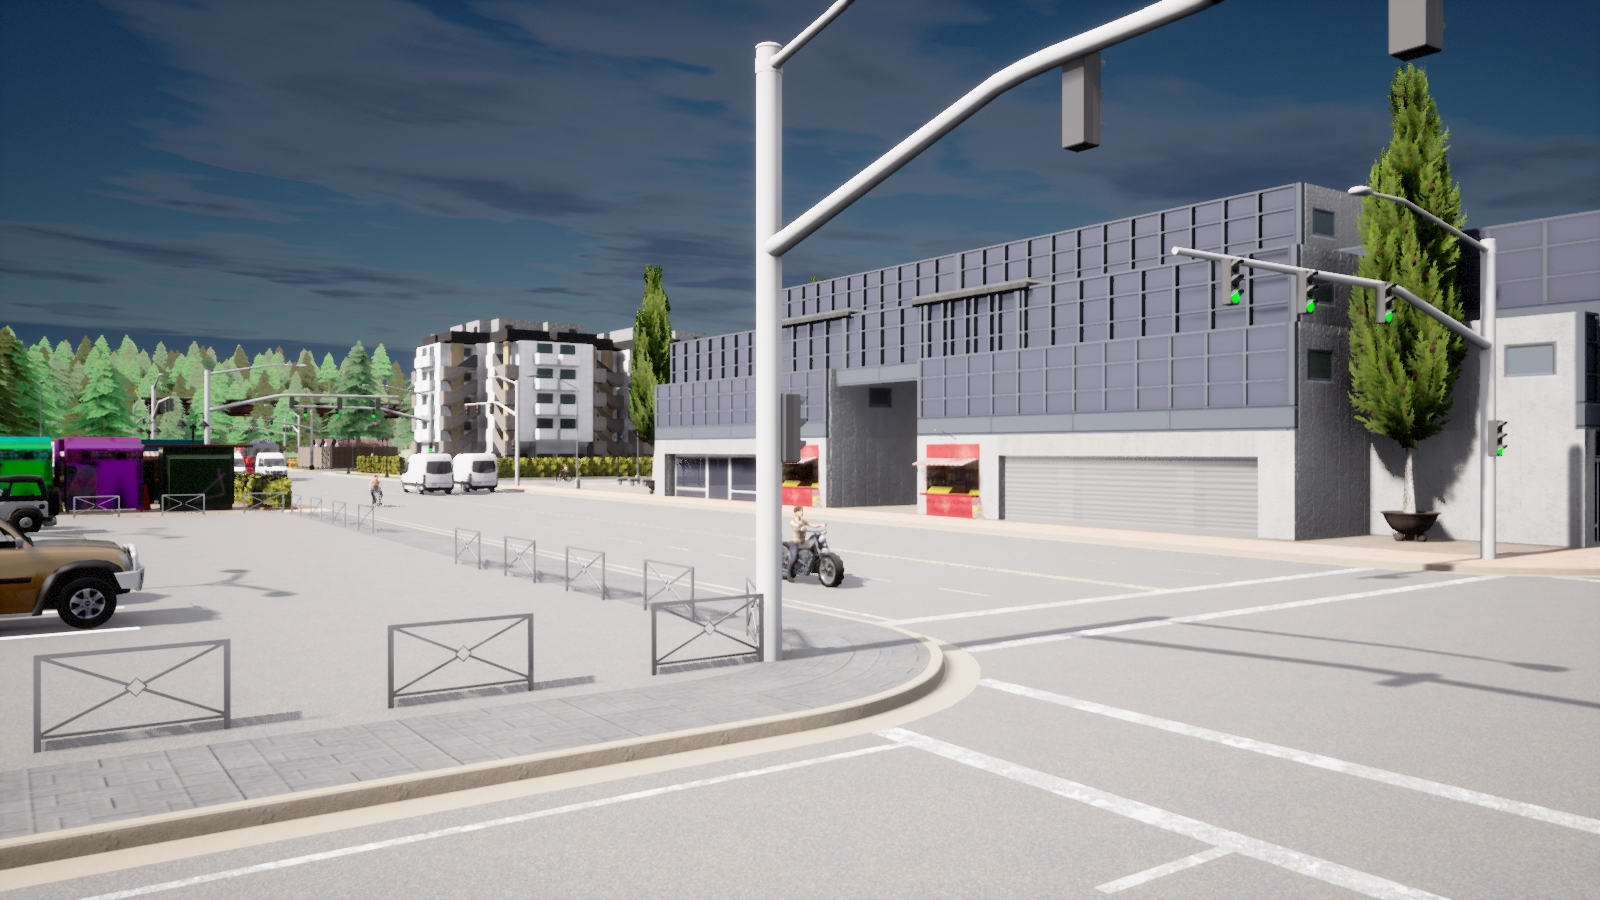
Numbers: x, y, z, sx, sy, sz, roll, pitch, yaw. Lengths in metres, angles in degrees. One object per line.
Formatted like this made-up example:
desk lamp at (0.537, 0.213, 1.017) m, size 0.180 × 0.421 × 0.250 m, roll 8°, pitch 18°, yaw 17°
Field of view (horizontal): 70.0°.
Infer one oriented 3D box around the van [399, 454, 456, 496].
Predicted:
van at (-23.908, 1.532, 73.113) m, size 1.988 × 2.561 × 5.915 m, roll 0°, pitch 0°, yaw -33°

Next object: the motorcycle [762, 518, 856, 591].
motorcycle at (0.165, 2.153, 23.900) m, size 0.764 × 1.307 × 2.356 m, roll 0°, pitch 0°, yaw -34°
